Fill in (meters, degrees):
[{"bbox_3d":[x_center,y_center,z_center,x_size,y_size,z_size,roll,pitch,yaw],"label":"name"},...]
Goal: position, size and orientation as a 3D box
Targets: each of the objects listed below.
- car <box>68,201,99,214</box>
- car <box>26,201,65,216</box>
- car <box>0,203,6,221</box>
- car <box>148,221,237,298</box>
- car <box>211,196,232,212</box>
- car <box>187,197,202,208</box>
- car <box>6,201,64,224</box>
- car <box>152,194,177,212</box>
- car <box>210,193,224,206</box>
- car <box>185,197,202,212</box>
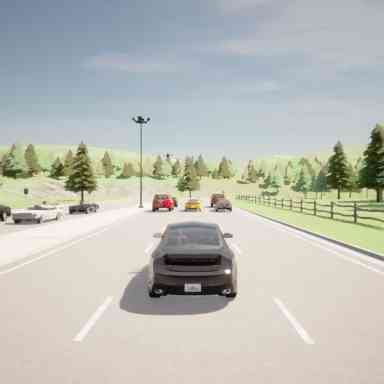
[{"bbox_3d":[-11.409,1.601,35.246,1.895,1.301,4.718,0,0,0],"label":"car"},{"bbox_3d":[-14.912,1.601,34.099,1.895,1.301,4.718,0,0,0],"label":"car"},{"bbox_3d":[-15.012,1.491,23.956,2.128,1.511,4.902,0,0,0],"label":"car"},{"bbox_3d":[0.021,1.504,8.509,1.837,1.490,4.892,0,0,0],"label":"car"},{"bbox_3d":[3.635,1.547,39.103,2.033,1.411,5.357,0,0,1],"label":"car"},{"bbox_3d":[0.383,1.491,49.798,2.128,1.511,4.902,0,0,2],"label":"car"},{"bbox_3d":[-11.515,1.601,25.053,1.895,1.301,4.718,0,0,1],"label":"car"},{"bbox_3d":[-3.365,1.221,39.154,2.150,2.045,5.566,0,0,1],"label":"car"},{"bbox_3d":[3.883,1.221,49.727,2.150,2.045,5.566,0,0,2],"label":"car"},{"bbox_3d":[0.139,1.478,39.528,1.882,1.535,5.008,0,0,1],"label":"car"}]
